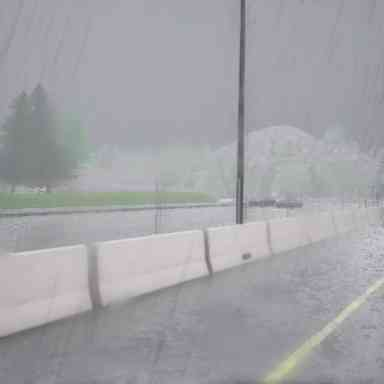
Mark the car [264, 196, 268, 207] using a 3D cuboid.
[{"bbox_3d":[9.180,1.237,43.095,1.882,1.535,5.008,1,0,41],"label":"car"}]
